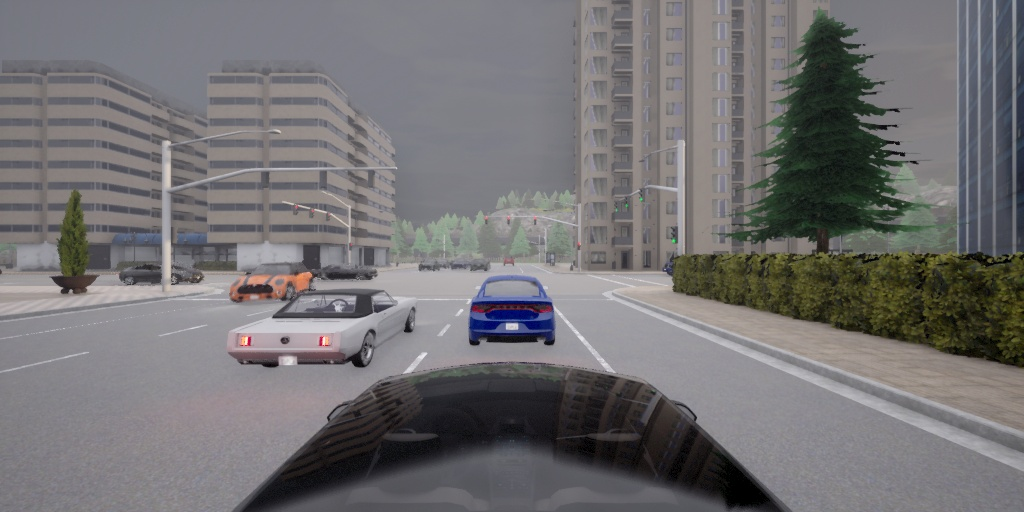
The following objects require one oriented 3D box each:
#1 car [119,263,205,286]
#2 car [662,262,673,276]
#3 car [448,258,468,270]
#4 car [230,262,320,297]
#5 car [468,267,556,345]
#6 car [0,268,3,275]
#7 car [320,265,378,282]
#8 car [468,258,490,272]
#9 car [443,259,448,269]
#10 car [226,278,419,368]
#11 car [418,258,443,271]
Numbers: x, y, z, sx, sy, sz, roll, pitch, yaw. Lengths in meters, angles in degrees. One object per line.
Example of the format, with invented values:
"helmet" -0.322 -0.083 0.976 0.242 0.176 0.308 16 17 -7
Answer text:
"car" -24.031 1.255 24.729 4.892 1.490 1.837 0 0 1
"car" 17.892 0.971 35.442 5.566 2.045 2.150 0 0 0
"car" -7.547 1.102 52.124 2.097 1.767 4.553 0 0 0
"car" -10.978 1.102 16.787 2.097 1.767 4.553 0 0 -13
"car" -0.004 1.228 9.495 1.882 1.535 5.008 0 0 0
"car" -53.615 1.314 35.521 4.181 1.385 1.994 0 0 0
"car" -13.135 1.351 28.276 4.718 1.301 1.895 0 0 0
"car" -4.066 1.102 46.962 2.097 1.767 4.553 0 0 3
"car" -11.083 1.255 56.990 1.837 1.490 4.892 0 0 0
"car" -3.496 1.351 7.829 1.895 1.301 4.718 0 0 0
"car" -11.012 1.102 47.905 2.097 1.767 4.553 0 0 0
